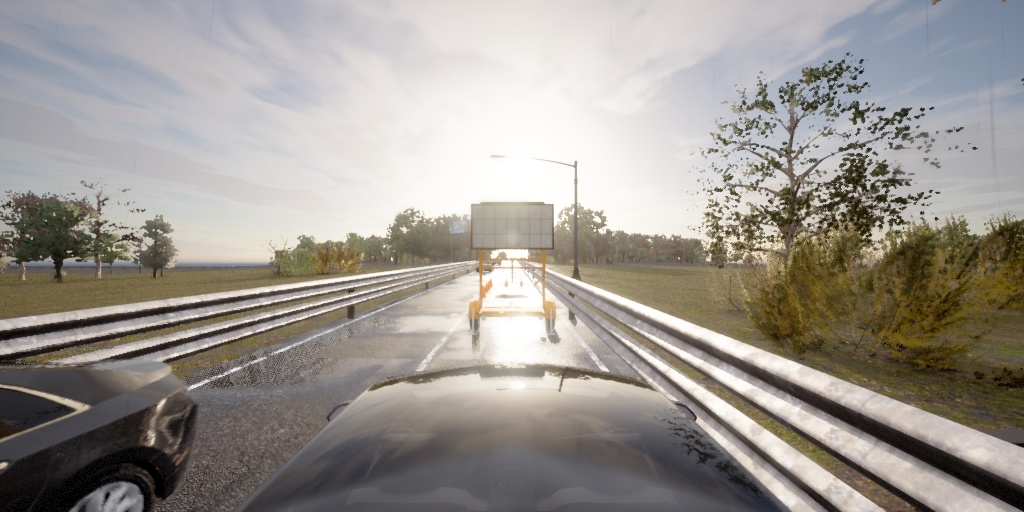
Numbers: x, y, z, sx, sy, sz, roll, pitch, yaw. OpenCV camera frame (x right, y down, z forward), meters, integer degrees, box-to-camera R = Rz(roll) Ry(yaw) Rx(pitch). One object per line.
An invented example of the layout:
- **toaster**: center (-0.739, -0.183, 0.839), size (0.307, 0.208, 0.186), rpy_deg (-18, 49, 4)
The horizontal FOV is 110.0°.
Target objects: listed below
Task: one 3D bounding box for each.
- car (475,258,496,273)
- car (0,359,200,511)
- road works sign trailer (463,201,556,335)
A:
- **car**: center (-3.335, 1.271, 43.331), size (1.837, 1.490, 4.892), rpy_deg (0, 0, 0)
- **car**: center (-3.350, 1.254, 0.732), size (1.837, 1.490, 4.892), rpy_deg (0, 0, 0)
- **road works sign trailer**: center (0.014, 0.218, 10.505), size (2.380, 3.560, 2.880), rpy_deg (0, 0, 0)
